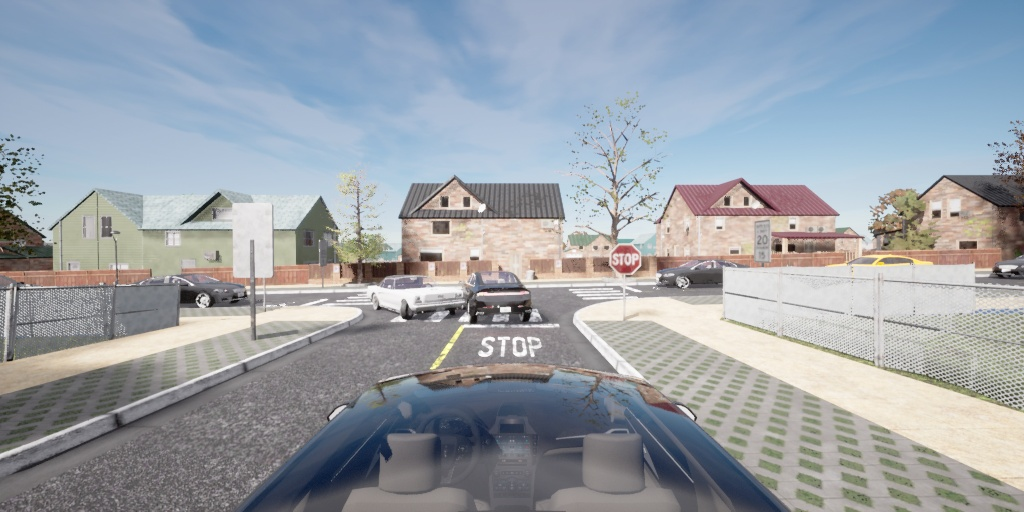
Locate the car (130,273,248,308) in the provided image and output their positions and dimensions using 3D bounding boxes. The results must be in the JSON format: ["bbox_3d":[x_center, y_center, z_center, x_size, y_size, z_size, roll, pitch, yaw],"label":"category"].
[{"bbox_3d":[-14.895,1.566,16.439,4.902,1.511,2.128,-1,1,0],"label":"car"}]

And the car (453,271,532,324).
[{"bbox_3d":[-0.680,1.242,12.078,2.128,1.511,4.902,0,0,-12],"label":"car"}]

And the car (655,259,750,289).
[{"bbox_3d":[10.339,0.925,19.481,4.902,1.511,2.128,-1,1,0],"label":"car"}]

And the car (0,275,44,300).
[{"bbox_3d":[-24.233,1.648,16.402,4.553,1.767,2.097,-1,1,0],"label":"car"}]

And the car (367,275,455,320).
[{"bbox_3d":[-3.597,1.367,12.938,1.895,1.301,4.718,0,0,-38],"label":"car"}]

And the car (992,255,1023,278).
[{"bbox_3d":[29.393,0.478,19.546,4.902,1.511,2.128,-1,1,0],"label":"car"}]

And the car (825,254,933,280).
[{"bbox_3d":[19.769,0.690,19.514,5.008,1.535,1.882,-1,1,-1],"label":"car"}]
